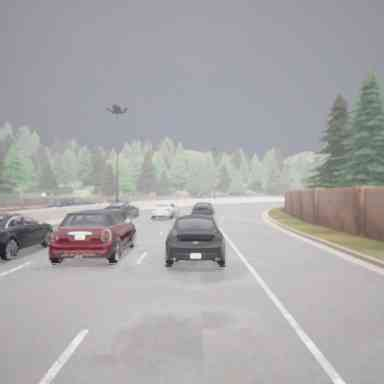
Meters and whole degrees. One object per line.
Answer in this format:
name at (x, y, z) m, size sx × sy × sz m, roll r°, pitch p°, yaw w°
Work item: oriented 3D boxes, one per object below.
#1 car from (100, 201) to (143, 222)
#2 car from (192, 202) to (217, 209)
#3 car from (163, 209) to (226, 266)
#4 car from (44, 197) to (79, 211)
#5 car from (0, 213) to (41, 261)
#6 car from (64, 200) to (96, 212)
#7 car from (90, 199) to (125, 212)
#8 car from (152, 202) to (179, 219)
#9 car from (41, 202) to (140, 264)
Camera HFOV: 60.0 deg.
car at (-5.972, 1.600, 28.882) m, size 2.128 × 1.511 × 4.902 m, roll 0°, pitch 0°, yaw 7°
car at (1.084, 1.614, 28.943) m, size 1.837 × 1.490 × 4.892 m, roll 0°, pitch 0°, yaw 8°
car at (0.105, 1.549, 11.718) m, size 1.837 × 1.490 × 4.892 m, roll 0°, pitch 0°, yaw 0°
car at (-17.356, 1.518, 44.438) m, size 2.097 × 1.767 × 4.553 m, roll 0°, pitch 0°, yaw 15°
car at (-6.894, 1.539, 12.467) m, size 2.128 × 1.511 × 4.902 m, roll 0°, pitch 0°, yaw 0°
car at (-14.232, 1.725, 42.544) m, size 1.994 × 1.385 × 4.181 m, roll 0°, pitch 0°, yaw 15°
car at (-10.647, 1.652, 42.452) m, size 2.128 × 1.511 × 4.902 m, roll 0°, pitch 0°, yaw 15°
car at (-2.322, 1.639, 29.916) m, size 1.812 × 1.442 × 4.674 m, roll 0°, pitch 0°, yaw 8°
car at (-3.394, 1.398, 12.208) m, size 2.097 × 1.767 × 4.553 m, roll 0°, pitch 0°, yaw 0°
